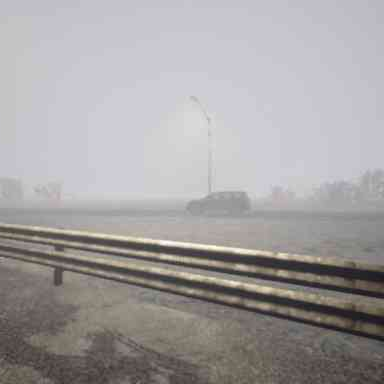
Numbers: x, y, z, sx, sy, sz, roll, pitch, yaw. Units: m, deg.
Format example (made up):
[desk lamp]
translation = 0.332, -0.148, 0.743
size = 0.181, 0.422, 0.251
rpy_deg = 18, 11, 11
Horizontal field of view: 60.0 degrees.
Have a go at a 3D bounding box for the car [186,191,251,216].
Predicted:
[car]
translation = 2.273, 0.947, 28.521
size = 5.566, 2.045, 2.150
rpy_deg = 0, 0, 15
